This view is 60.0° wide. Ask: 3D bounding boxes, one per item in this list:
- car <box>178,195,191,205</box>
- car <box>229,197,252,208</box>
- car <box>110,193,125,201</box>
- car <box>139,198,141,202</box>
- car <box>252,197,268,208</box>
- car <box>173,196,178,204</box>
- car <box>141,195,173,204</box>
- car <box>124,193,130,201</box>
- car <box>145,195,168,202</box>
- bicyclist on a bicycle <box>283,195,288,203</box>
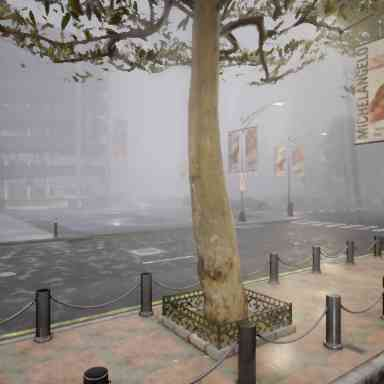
[{"bbox_3d":[0.177,1.352,55.536,2.097,1.767,4.553,0,0,-38],"label":"car"},{"bbox_3d":[5.660,1.547,48.129,2.033,1.411,5.357,0,0,-36],"label":"car"},{"bbox_3d":[-18.821,1.545,77.841,4.718,1.301,1.895,0,0,11],"label":"car"},{"bbox_3d":[-9.545,1.524,74.216,4.674,1.442,1.812,0,0,26],"label":"car"},{"bbox_3d":[8.967,1.478,49.519,1.882,1.535,5.008,0,0,-37],"label":"car"},{"bbox_3d":[-3.234,1.491,64.982,4.902,1.511,2.128,0,0,44],"label":"car"},{"bbox_3d":[-6.645,1.547,63.391,5.357,1.411,2.033,0,0,41],"label":"car"},{"bbox_3d":[-17.888,1.165,81.215,5.566,2.045,2.150,0,0,11],"label":"car"},{"bbox_3d":[-8.332,1.525,77.517,4.902,1.511,2.128,0,0,26],"label":"car"},{"bbox_3d":[17.566,1.300,62.343,1.656,1.620,0.582,0,0,-36],"label":"bicyclist on a bicycle"}]
